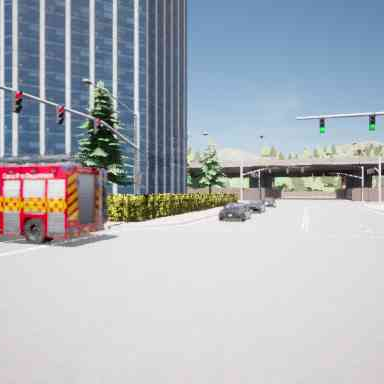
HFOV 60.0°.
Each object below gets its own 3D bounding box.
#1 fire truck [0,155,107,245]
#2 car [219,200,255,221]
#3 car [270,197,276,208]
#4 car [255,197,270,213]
[{"bbox_3d":[-8.500,0.342,16.068,8.468,3.827,2.891,0,0,19],"label":"fire truck"},{"bbox_3d":[3.540,1.564,26.925,1.994,1.385,4.181,0,0,19],"label":"car"},{"bbox_3d":[11.039,1.488,48.226,2.128,1.511,4.902,0,0,20],"label":"car"},{"bbox_3d":[7.062,1.547,36.975,2.033,1.411,5.357,0,0,19],"label":"car"}]
